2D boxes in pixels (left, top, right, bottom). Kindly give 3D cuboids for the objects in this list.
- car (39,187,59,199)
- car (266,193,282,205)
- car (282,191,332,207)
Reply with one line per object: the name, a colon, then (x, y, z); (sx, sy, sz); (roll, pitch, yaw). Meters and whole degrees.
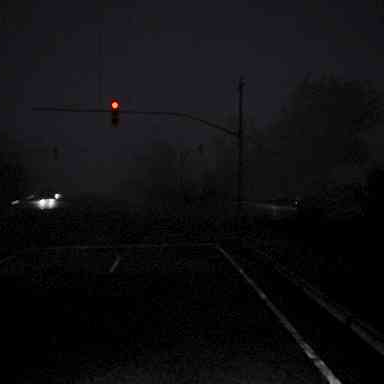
car: (-20.372, 0.196, 46.936); (2.128, 1.511, 4.902); (-1, 2, -19)
car: (10.860, 0.781, 38.211); (4.674, 1.442, 1.812); (1, 1, -17)
car: (12.288, 0.726, 34.978); (4.553, 1.767, 2.097); (2, 1, -17)
